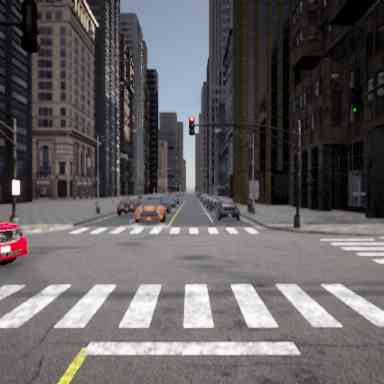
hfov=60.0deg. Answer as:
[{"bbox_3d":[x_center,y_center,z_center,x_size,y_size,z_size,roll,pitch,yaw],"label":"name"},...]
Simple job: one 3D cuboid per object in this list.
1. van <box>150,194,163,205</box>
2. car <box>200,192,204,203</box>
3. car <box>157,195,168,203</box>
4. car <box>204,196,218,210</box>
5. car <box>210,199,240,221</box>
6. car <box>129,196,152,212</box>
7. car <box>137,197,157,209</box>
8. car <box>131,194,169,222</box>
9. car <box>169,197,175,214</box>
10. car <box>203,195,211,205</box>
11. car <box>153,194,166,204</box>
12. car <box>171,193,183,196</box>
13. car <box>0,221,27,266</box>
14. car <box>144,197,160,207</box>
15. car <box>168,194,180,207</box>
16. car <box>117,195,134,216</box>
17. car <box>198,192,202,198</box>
[{"bbox_3d":[-5.774,1.168,54.442,1.690,1.788,3.998,0,0,0],"label":"van"},{"bbox_3d":[2.751,1.267,54.453,1.967,1.590,4.097,0,0,0],"label":"car"},{"bbox_3d":[-5.776,1.322,65.554,1.752,1.417,4.829,0,0,0],"label":"car"},{"bbox_3d":[2.754,1.428,37.532,2.008,1.369,4.403,0,0,0],"label":"car"},{"bbox_3d":[2.756,1.464,26.250,2.008,1.369,4.403,0,0,0],"label":"car"},{"bbox_3d":[-5.771,1.318,37.521,1.967,1.590,4.097,0,0,0],"label":"car"},{"bbox_3d":[-5.772,1.426,43.162,1.947,1.339,4.313,0,0,0],"label":"car"},{"bbox_3d":[-3.045,1.269,25.201,2.097,1.767,4.553,0,0,-2],"label":"car"},{"bbox_3d":[-3.098,1.489,34.248,1.895,1.301,4.718,0,0,0],"label":"car"},{"bbox_3d":[2.753,1.405,43.172,1.887,1.381,4.507,0,0,0],"label":"car"},{"bbox_3d":[-5.775,1.251,60.083,1.967,1.590,4.097,0,0,0],"label":"car"},{"bbox_3d":[-3.025,1.318,54.114,2.128,1.511,4.902,0,0,0],"label":"car"},{"bbox_3d":[-7.642,1.207,9.726,5.566,2.045,2.150,0,0,16],"label":"car"},{"bbox_3d":[-5.773,1.425,48.802,1.802,1.307,4.206,0,0,0],"label":"car"},{"bbox_3d":[-3.084,1.405,44.002,2.033,1.411,5.357,0,0,0],"label":"car"},{"bbox_3d":[-5.770,1.210,31.879,2.192,1.841,5.009,0,0,0],"label":"car"},{"bbox_3d":[2.749,1.236,65.734,1.967,1.590,4.097,0,0,0],"label":"car"}]
